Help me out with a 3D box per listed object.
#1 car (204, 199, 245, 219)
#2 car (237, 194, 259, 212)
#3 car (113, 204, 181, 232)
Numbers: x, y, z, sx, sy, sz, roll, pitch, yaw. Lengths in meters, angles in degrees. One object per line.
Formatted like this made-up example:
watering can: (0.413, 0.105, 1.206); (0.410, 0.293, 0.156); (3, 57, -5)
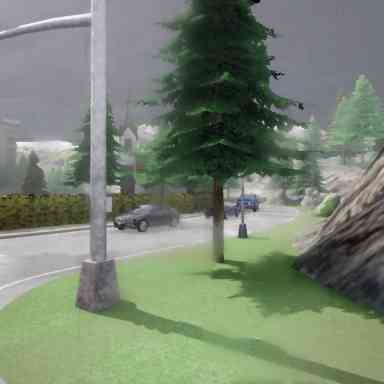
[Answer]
car: (2.750, 1.601, 29.104); (1.895, 1.301, 4.718); (0, 0, 26)
car: (6.550, 1.221, 38.782); (2.150, 2.045, 5.566); (0, 0, 16)
car: (-2.627, 1.505, 20.316); (1.837, 1.490, 4.892); (0, 0, 35)
